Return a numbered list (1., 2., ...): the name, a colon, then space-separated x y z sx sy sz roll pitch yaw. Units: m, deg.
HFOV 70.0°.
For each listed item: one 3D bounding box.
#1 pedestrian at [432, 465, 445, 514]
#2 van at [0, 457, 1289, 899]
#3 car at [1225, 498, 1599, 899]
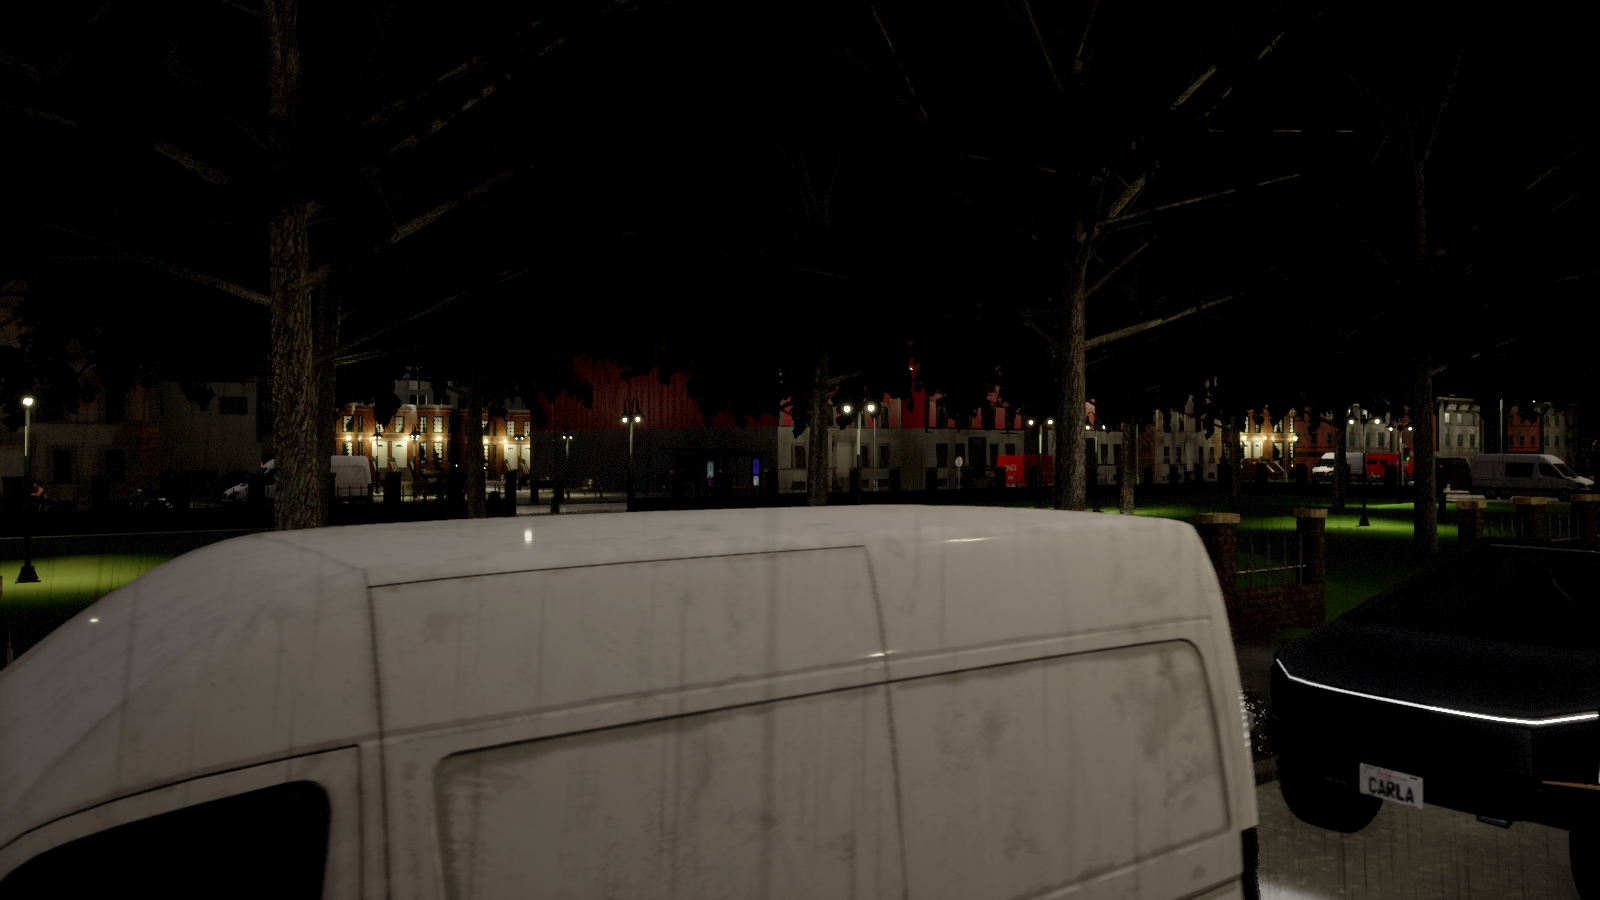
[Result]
1. pedestrian: -13.946 1.519 44.087 0.375 1.860 0.375 0 0 -36
2. van: -1.040 1.314 3.679 5.915 2.561 1.988 0 0 -35
3. car: 6.329 1.528 8.833 6.274 2.098 2.390 0 0 -32
